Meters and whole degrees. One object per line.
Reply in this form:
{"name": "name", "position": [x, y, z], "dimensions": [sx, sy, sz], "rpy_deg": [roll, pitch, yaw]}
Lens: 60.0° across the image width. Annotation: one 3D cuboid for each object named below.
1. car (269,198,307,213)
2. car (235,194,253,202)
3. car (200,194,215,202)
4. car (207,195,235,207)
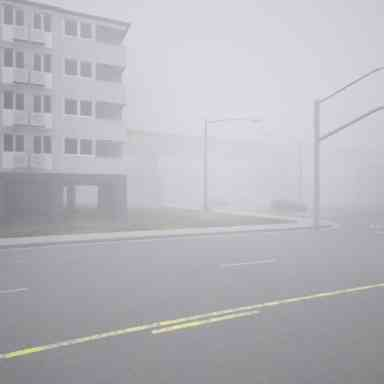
{"name": "car", "position": [10.733, 1.504, 37.518], "dimensions": [1.837, 1.490, 4.892], "rpy_deg": [0, 0, -25]}
{"name": "car", "position": [11.082, 1.537, 75.343], "dimensions": [2.033, 1.411, 5.357], "rpy_deg": [0, 0, 41]}
{"name": "car", "position": [3.161, 1.177, 67.428], "dimensions": [2.128, 1.511, 4.902], "rpy_deg": [0, 0, 15]}
{"name": "car", "position": [4.001, 1.546, 51.615], "dimensions": [2.033, 1.411, 5.357], "rpy_deg": [0, 0, -22]}
